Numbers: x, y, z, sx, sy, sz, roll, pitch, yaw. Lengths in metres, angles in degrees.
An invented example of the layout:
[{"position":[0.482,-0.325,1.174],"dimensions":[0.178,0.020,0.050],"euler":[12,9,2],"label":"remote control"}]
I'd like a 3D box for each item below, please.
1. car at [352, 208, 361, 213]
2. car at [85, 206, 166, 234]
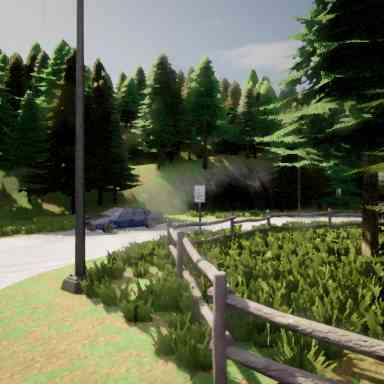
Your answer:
[{"position":[15.971,1.591,28.419],"dimensions":[4.181,1.385,1.994],"euler":[0,0,-4],"label":"car"},{"position":[-4.008,1.574,19.723],"dimensions":[2.033,1.411,5.357],"euler":[0,0,43],"label":"car"}]
